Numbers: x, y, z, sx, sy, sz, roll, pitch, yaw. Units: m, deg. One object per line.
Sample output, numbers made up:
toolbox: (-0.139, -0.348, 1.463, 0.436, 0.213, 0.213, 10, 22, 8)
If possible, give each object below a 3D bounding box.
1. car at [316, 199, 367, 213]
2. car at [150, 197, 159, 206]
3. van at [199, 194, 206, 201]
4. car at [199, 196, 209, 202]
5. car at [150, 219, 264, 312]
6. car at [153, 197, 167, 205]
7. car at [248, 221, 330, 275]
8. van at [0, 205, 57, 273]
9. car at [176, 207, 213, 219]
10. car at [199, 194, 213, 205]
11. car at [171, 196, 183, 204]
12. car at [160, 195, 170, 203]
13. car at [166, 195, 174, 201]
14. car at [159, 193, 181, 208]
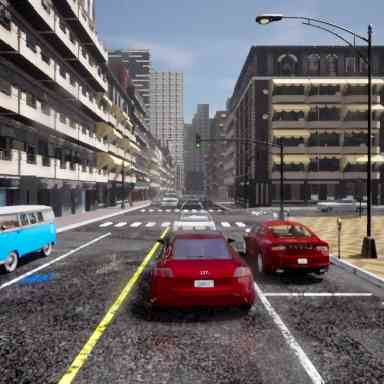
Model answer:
car: (15.008, 1.330, 33.294, 4.718, 1.301, 1.895, -1, 0, -1)
car: (-5.682, 1.567, 53.787, 2.008, 1.369, 4.403, 0, 0, 0)
van: (2.706, 1.391, 86.946, 1.690, 1.788, 3.998, -1, 0, 0)
car: (2.705, 1.588, 75.891, 2.008, 1.369, 4.403, -1, 0, 0)
car: (0.124, 1.564, 7.796, 1.994, 1.385, 4.181, 0, 0, -2)
car: (-5.680, 1.587, 59.314, 1.947, 1.339, 4.313, 0, 0, 0)
car: (2.685, 1.544, 10.308, 1.887, 1.381, 4.507, 0, 0, 0)
van: (-5.696, 1.341, 10.311, 1.690, 1.788, 3.998, 0, 0, 0)
car: (0.117, 1.601, 16.612, 1.895, 1.301, 4.718, 0, 0, 1)
car: (2.699, 1.462, 59.307, 1.967, 1.590, 4.097, -1, 0, 0)
car: (-2.998, 1.520, 67.630, 2.128, 1.511, 4.902, 0, 0, 1)
car: (-5.678, 1.472, 70.371, 1.967, 1.590, 4.097, -1, 0, 0)
car: (-5.672, 1.575, 86.784, 1.752, 1.417, 4.829, -1, 0, 0)
car: (-3.066, 1.233, 47.375, 2.150, 2.045, 5.566, 0, 0, 0)
